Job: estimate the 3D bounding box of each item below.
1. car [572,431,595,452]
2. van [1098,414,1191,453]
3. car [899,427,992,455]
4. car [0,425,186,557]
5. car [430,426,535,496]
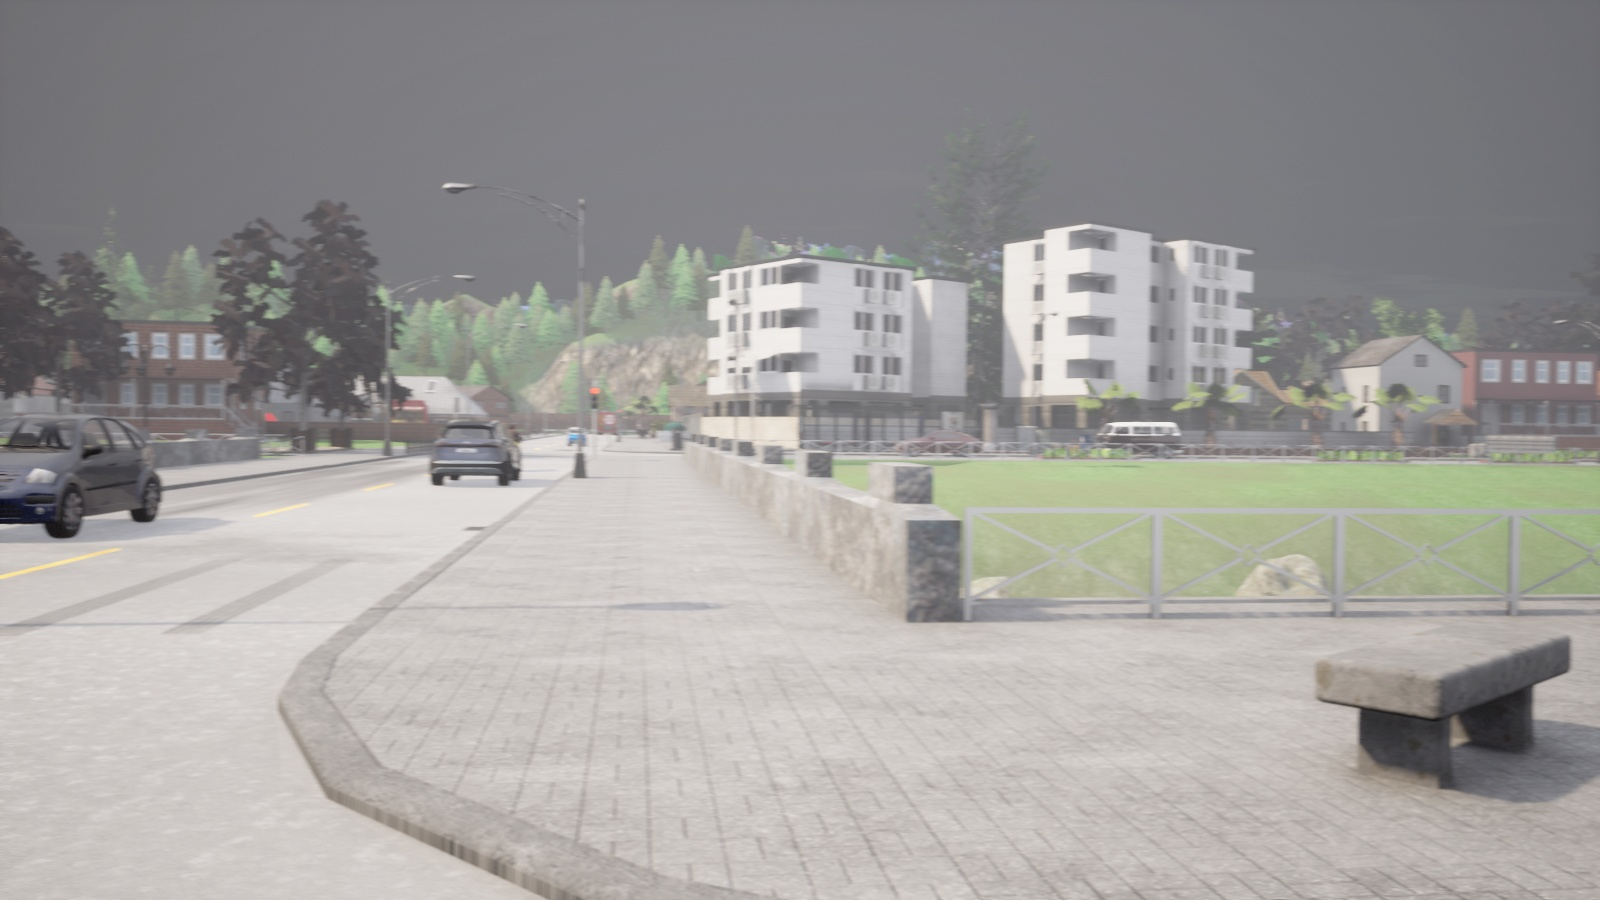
[{"bbox_3d":[-14.961,-0.589,86.831,1.481,1.376,2.207,-1,1,-7],"label":"car"},{"bbox_3d":[18.859,-0.926,68.855,4.480,2.038,2.069,-1,1,-7],"label":"van"},{"bbox_3d":[7.813,-0.489,67.474,4.674,1.442,1.812,-1,1,-7],"label":"car"},{"bbox_3d":[-10.232,0.477,17.444,1.851,1.617,3.988,-1,1,-7],"label":"car"},{"bbox_3d":[-8.099,0.213,32.483,2.033,1.649,4.856,-1,1,-7],"label":"car"}]
